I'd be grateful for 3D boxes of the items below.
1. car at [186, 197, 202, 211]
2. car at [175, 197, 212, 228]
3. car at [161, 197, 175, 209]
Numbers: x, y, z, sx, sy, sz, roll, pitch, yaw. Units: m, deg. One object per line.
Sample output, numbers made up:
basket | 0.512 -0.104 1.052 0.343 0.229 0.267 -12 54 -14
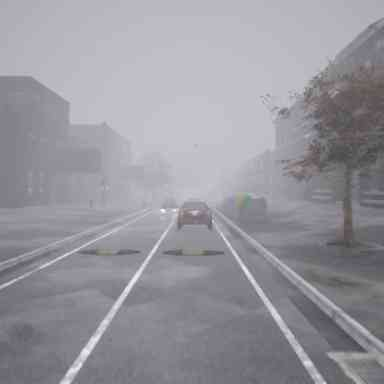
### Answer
car | 0.245 1.429 40.308 1.837 1.490 4.892 0 0 0
car | 0.177 1.310 21.770 2.097 1.767 4.553 0 0 0
car | -2.926 1.429 43.760 1.837 1.490 4.892 0 0 0
